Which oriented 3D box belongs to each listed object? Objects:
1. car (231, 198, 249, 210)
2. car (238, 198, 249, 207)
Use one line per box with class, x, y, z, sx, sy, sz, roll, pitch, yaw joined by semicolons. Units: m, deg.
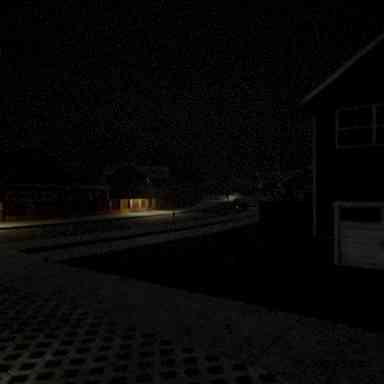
car;6.470;1.653;45.667;1.837;1.490;4.892;0;0;15
car;8.604;1.779;55.841;1.895;1.301;4.718;0;0;8
